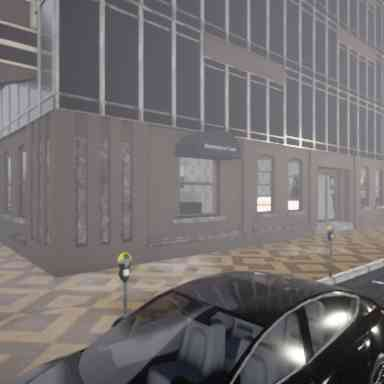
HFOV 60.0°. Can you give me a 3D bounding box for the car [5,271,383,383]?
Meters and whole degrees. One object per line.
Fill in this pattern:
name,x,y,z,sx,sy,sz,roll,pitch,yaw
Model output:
car,0.312,1.565,3.062,4.313,1.339,1.947,0,0,-40
